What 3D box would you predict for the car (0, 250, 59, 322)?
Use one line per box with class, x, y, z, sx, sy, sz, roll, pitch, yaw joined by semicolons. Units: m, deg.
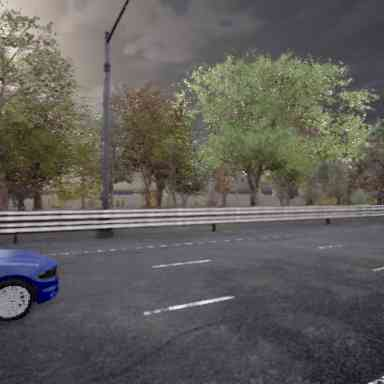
car;-4.946;1.452;5.677;5.008;1.535;1.882;1;0;-31
